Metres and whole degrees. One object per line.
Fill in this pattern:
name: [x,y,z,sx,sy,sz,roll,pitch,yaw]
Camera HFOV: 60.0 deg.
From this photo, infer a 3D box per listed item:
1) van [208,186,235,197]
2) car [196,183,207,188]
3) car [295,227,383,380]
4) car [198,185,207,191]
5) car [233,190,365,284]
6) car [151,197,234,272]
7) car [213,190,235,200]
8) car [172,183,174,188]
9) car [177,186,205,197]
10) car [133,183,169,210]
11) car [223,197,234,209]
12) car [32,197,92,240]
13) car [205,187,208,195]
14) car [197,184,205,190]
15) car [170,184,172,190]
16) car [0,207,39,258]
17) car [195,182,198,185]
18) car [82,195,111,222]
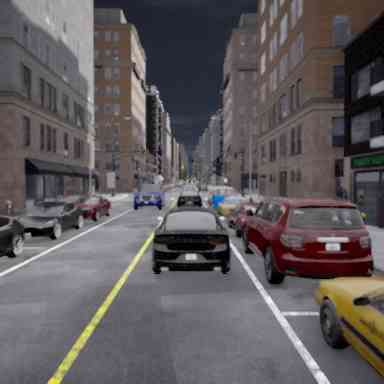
van: [2.426,0.482,25.575,1.690,1.788,3.998,0,2,-1]
car: [2.313,-0.743,68.896,1.947,1.339,4.313,0,2,0]
car: [2.645,1.415,3.071,1.752,1.417,4.829,0,2,-1]
car: [2.330,-0.950,74.423,1.887,1.381,4.507,0,2,0]
car: [2.593,1.022,8.565,2.192,1.841,5.009,0,2,-1]
car: [-0.023,1.153,9.615,1.882,1.535,5.008,0,2,0]
car: [2.479,0.849,20.081,1.752,1.417,4.829,0,2,-1]
car: [-6.179,-1.119,79.970,2.008,1.369,4.403,1,2,0]
car: [-0.184,0.568,27.173,1.882,1.535,5.008,0,2,0]
car: [-3.353,0.317,27.089,2.150,2.045,5.566,0,2,0]
car: [2.535,1.101,14.243,1.802,1.307,4.206,0,2,-1]
car: [-5.990,1.097,14.163,1.947,1.339,4.313,0,2,-1]
car: [2.367,0.471,31.421,1.752,1.417,4.829,0,2,-1]
car: [2.362,-1.322,85.478,1.887,1.381,4.507,1,2,0]
car: [-6.196,-0.918,74.444,1.947,1.339,4.313,1,2,0]
car: [-5.935,1.285,8.494,1.947,1.339,4.313,0,2,-1]
car: [2.346,-1.129,79.951,2.008,1.369,4.403,1,2,0]
car: [-6.046,0.887,19.831,1.887,1.381,4.507,0,2,-1]
